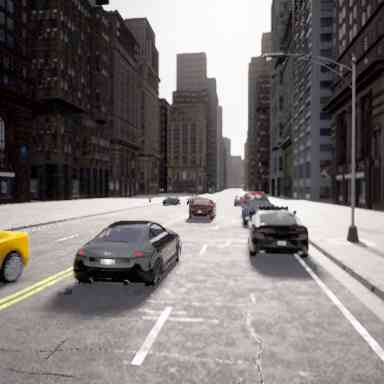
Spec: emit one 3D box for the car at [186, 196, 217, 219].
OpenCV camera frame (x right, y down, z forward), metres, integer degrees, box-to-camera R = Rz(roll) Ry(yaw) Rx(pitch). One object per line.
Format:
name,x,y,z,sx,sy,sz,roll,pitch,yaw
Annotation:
car,0.921,1.277,26.895,1.882,1.535,5.008,0,0,8

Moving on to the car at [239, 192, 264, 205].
car,5.303,1.023,28.412,2.150,2.045,5.566,0,0,8

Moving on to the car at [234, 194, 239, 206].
car,6.860,1.245,46.429,1.994,1.385,4.181,0,0,8

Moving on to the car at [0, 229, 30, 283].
car,-5.406,1.414,6.673,1.882,1.535,5.008,0,0,8

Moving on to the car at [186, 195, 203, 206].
car,0.414,1.221,48.003,1.994,1.385,4.181,0,0,8

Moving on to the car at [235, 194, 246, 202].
car,9.253,1.077,63.484,2.128,1.511,4.902,0,0,8

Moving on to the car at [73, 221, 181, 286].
car,-1.557,1.488,9.279,1.994,1.385,4.181,0,0,8

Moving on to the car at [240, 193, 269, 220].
car,4.458,1.190,22.412,2.097,1.767,4.553,0,0,8

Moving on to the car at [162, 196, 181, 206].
car,-2.931,1.253,47.578,1.895,1.301,4.718,0,0,8

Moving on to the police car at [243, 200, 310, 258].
police car,3.084,1.333,12.648,1.930,1.638,5.238,0,0,8
